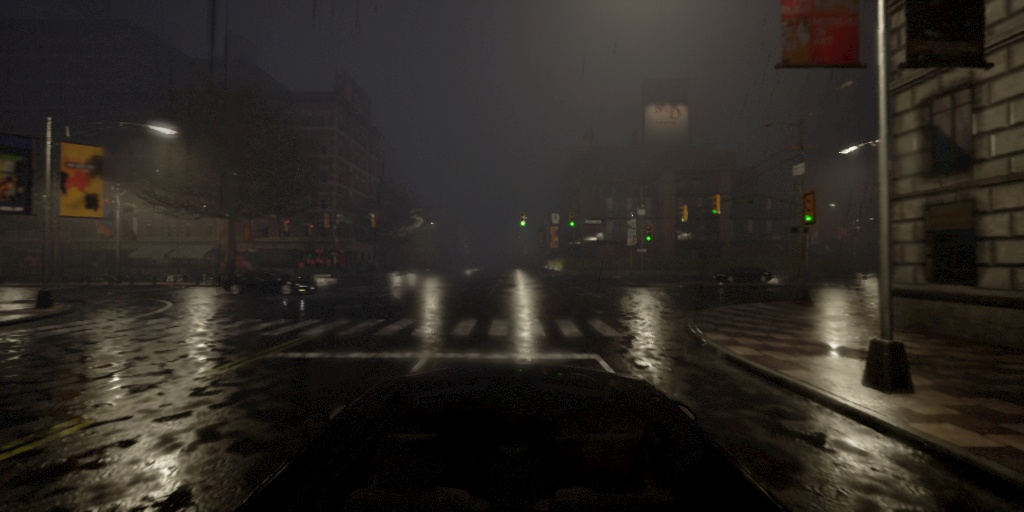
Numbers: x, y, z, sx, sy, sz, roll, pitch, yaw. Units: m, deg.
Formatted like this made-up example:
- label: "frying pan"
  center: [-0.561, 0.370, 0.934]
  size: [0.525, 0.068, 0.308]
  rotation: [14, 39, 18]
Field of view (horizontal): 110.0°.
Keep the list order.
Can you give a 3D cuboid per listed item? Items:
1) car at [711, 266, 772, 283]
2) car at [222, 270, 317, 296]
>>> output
- label: "car"
  center: [20.624, 1.648, 32.303]
  size: [4.892, 1.490, 1.837]
  rotation: [0, -1, 0]
- label: "car"
  center: [-14.046, 1.568, 20.921]
  size: [4.892, 1.490, 1.837]
  rotation: [1, -1, 0]
